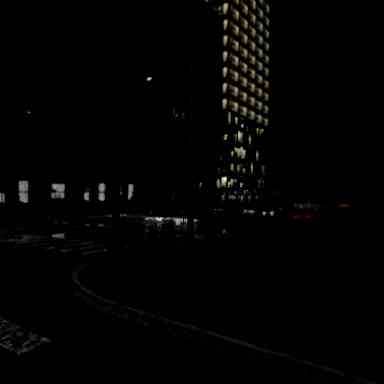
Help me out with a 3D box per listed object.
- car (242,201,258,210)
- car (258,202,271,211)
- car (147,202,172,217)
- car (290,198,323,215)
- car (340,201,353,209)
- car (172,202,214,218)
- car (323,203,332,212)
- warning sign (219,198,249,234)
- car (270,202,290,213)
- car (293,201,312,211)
[{"bbox_3d":[9.985,2.170,54.171,2.033,1.411,5.357,1,0,33],"label":"car"},{"bbox_3d":[12.807,2.219,52.548,2.033,1.411,5.357,1,0,33],"label":"car"},{"bbox_3d":[-2.726,1.744,34.599,1.812,1.442,4.674,1,0,33],"label":"car"},{"bbox_3d":[15.412,1.894,44.513,2.150,2.045,5.566,1,0,35],"label":"car"},{"bbox_3d":[30.721,2.617,66.261,1.882,1.535,5.008,1,0,33],"label":"car"},{"bbox_3d":[0.445,1.784,33.520,1.837,1.490,4.892,1,0,33],"label":"car"},{"bbox_3d":[21.148,2.419,53.493,1.994,1.385,4.181,1,0,33],"label":"car"},{"bbox_3d":[2.402,1.337,19.065,1.300,1.860,1.060,2,1,33],"label":"warning sign"},{"bbox_3d":[13.112,2.204,46.918,1.994,1.385,4.181,1,0,33],"label":"car"},{"bbox_3d":[18.417,2.334,55.253,1.812,1.442,4.674,1,0,33],"label":"car"}]
